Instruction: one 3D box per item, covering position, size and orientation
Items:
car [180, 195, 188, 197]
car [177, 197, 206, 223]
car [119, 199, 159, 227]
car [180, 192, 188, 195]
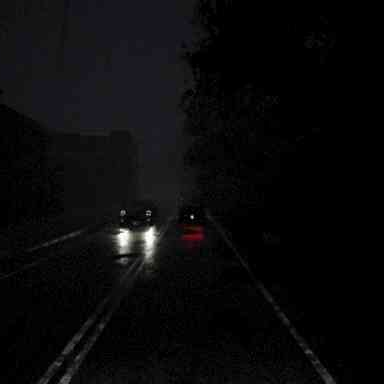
[{"bbox_3d":[-0.339,1.396,42.119,1.895,1.301,4.718,0,0,-2],"label":"car"},{"bbox_3d":[-0.010,1.403,24.489,1.837,1.490,4.892,0,0,-1],"label":"car"},{"bbox_3d":[-3.418,1.262,21.986,2.097,1.767,4.553,0,0,0],"label":"car"},{"bbox_3d":[-2.102,0.679,82.732,1.895,1.301,4.718,0,1,-3],"label":"car"}]
